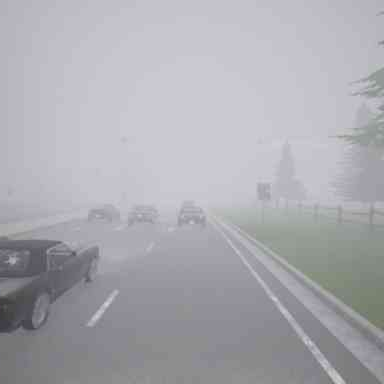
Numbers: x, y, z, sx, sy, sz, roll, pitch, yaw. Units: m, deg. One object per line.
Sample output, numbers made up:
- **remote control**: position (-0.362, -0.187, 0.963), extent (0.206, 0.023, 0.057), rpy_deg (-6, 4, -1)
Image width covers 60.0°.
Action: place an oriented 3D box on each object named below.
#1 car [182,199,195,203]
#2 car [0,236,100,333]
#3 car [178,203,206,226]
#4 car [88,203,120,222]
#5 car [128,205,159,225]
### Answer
- **car**: position (-0.454, 1.692, 40.727), extent (1.837, 1.490, 4.892), rpy_deg (0, -1, -1)
- **car**: position (-3.387, 1.633, 6.849), extent (1.895, 1.301, 4.718), rpy_deg (0, 0, 0)
- **car**: position (-0.062, 1.712, 24.023), extent (1.895, 1.301, 4.718), rpy_deg (0, 0, -1)
- **car**: position (-7.133, 1.652, 27.144), extent (1.812, 1.442, 4.674), rpy_deg (0, 0, -1)
- **car**: position (-3.576, 1.663, 24.916), extent (2.033, 1.411, 5.357), rpy_deg (0, 0, -1)
